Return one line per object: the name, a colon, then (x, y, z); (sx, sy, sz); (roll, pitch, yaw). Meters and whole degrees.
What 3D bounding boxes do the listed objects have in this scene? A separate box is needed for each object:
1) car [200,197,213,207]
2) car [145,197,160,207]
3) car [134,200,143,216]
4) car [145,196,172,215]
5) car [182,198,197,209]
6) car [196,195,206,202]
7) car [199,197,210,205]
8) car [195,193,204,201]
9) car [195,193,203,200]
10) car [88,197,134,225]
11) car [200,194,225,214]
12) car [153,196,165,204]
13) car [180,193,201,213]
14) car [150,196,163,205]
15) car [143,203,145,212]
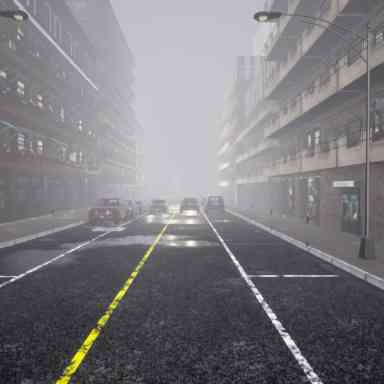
car: (2.233, 1.566, 52.487); (1.947, 1.339, 4.313); (-1, 0, 0)
car: (-6.146, 1.526, 52.278); (1.752, 1.417, 4.829); (-1, 0, 0)
car: (-5.955, 1.438, 29.792); (1.967, 1.590, 4.097); (-1, 0, 0)
car: (-3.392, 1.503, 34.375); (1.837, 1.490, 4.892); (0, 0, 0)
car: (-0.328, 1.600, 46.928); (1.895, 1.301, 4.718); (0, 0, 0)
car: (2.038, 1.445, 75.141); (1.967, 1.590, 4.097); (-1, 0, 0)
car: (2.185, 1.583, 58.151); (1.802, 1.307, 4.206); (-1, 0, 0)
car: (1.939, 1.325, 86.469); (2.192, 1.841, 5.009); (-1, 0, 0)
car: (1.891, 1.327, 92.132); (2.192, 1.841, 5.009); (-1, 0, 0)
car: (-5.908, 1.313, 24.129); (2.192, 1.841, 5.009); (-1, 0, 0)
car: (2.375, 1.313, 35.496); (2.192, 1.841, 5.009); (-1, 0, 0)
car: (-6.243, 1.528, 63.606); (1.752, 1.417, 4.829); (-1, 0, 0)
car: (-0.233, 1.350, 37.123); (2.097, 1.767, 4.553); (0, 0, 0)
car: (-6.194, 1.527, 57.942); (1.752, 1.417, 4.829); (-1, 0, 0)
car: (-6.002, 1.564, 35.456); (1.947, 1.339, 4.313); (-1, 0, 0)
